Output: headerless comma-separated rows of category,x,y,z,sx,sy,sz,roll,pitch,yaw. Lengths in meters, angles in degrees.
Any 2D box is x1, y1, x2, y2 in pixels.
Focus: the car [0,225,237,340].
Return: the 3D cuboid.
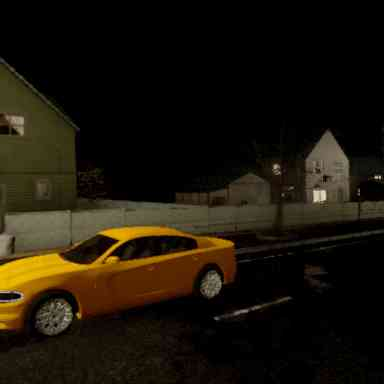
car,-1.320,1.475,6.737,5.008,1.535,1.882,0,0,-36
